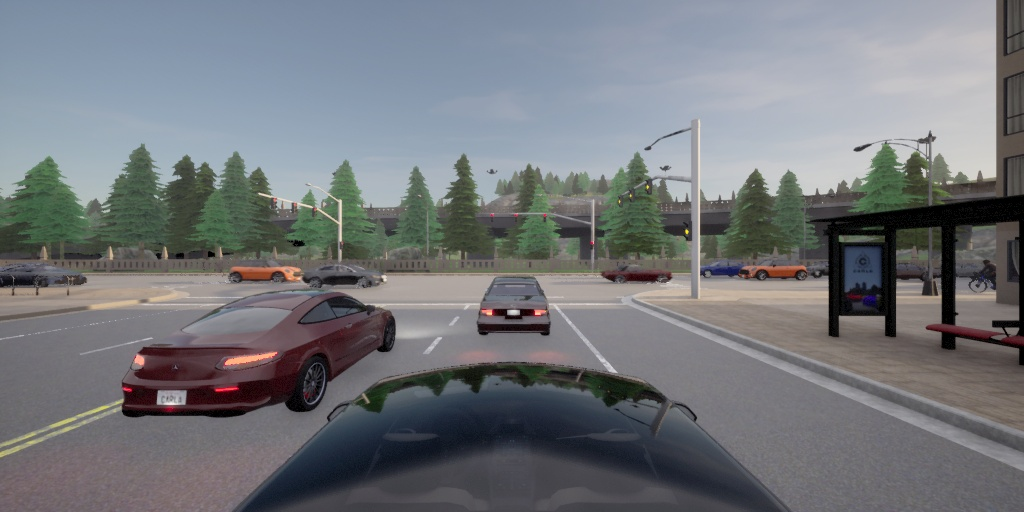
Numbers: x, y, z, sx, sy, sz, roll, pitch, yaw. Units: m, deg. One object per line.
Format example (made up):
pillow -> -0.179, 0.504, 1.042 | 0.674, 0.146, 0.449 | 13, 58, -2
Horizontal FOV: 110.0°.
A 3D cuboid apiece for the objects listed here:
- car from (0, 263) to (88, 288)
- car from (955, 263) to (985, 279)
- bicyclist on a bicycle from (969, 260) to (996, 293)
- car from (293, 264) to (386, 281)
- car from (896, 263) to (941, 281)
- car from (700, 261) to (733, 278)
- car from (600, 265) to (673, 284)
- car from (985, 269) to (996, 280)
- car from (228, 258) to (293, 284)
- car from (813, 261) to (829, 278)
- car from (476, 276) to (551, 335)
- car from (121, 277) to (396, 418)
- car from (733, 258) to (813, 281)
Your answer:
car -> -29.450, 1.258, 22.408 | 4.181, 1.385, 1.994 | 0, 0, 0
car -> 38.077, 1.258, 30.440 | 4.181, 1.385, 1.994 | 0, 0, 17
bicyclist on a bicycle -> 22.756, 0.995, 17.037 | 0.582, 1.620, 1.656 | 0, 0, 1
car -> -10.310, 1.223, 22.203 | 4.902, 1.511, 2.128 | 0, 0, 1
car -> 30.557, 1.242, 28.511 | 5.357, 1.411, 2.033 | 0, 0, 6
car -> 18.908, 1.172, 32.505 | 5.008, 1.535, 1.882 | 0, 0, 1
car -> 8.796, 1.295, 25.482 | 4.718, 1.301, 1.895 | 0, 0, 1
car -> 35.769, 1.295, 23.922 | 4.718, 1.301, 1.895 | 0, 0, 15
car -> -17.536, 1.046, 25.788 | 4.553, 1.767, 2.097 | 0, 0, 1
car -> 28.289, 1.186, 32.123 | 4.902, 1.511, 2.128 | 0, 0, 4
car -> 0.088, 1.297, 10.443 | 2.033, 1.411, 5.357 | 0, 0, 1
car -> -3.447, 1.276, 5.949 | 1.812, 1.442, 4.674 | 0, 0, 0
car -> 20.954, 1.046, 28.951 | 4.553, 1.767, 2.097 | 0, 0, 2
